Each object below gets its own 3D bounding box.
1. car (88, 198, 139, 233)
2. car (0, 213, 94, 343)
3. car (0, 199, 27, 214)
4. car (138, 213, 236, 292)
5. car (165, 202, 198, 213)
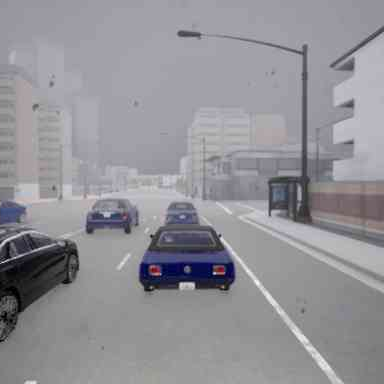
[{"bbox_3d":[-4.043,1.086,17.581,2.097,1.767,4.553,0,1,-2],"label":"car"},{"bbox_3d":[-3.620,1.394,6.189,2.128,1.511,4.902,0,1,-1],"label":"car"},{"bbox_3d":[-11.194,1.189,18.784,1.882,1.535,5.008,0,1,-2],"label":"car"},{"bbox_3d":[-0.162,1.471,8.528,1.895,1.301,4.718,0,1,-2],"label":"car"},{"bbox_3d":[-0.607,1.258,19.242,2.033,1.411,5.357,0,1,-3],"label":"car"}]
